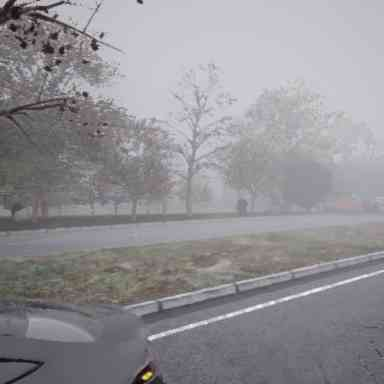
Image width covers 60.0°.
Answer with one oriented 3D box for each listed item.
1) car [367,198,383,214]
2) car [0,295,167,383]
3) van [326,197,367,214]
[{"bbox_3d":[21.604,1.730,43.781,2.435,2.045,5.566,2,-1,-35],"label":"car"},{"bbox_3d":[-2.366,1.527,1.997,4.674,1.442,1.812,0,0,-36],"label":"car"},{"bbox_3d":[19.197,1.670,42.176,1.878,1.987,4.442,2,-1,-35],"label":"van"}]
